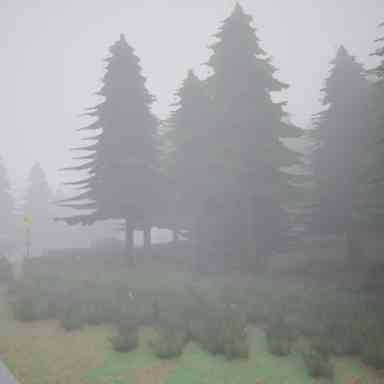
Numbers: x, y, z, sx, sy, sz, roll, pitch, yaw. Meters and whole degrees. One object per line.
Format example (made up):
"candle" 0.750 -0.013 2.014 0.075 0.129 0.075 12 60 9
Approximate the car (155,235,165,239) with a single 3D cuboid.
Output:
"car" -6.116 9.408 65.287 2.150 2.045 5.566 -2 -8 -6

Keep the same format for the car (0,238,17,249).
"car" -15.160 4.142 24.826 1.882 1.535 5.008 -4 -8 3

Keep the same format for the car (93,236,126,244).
"car" -8.939 5.623 36.552 2.128 1.511 4.902 -4 -9 23
